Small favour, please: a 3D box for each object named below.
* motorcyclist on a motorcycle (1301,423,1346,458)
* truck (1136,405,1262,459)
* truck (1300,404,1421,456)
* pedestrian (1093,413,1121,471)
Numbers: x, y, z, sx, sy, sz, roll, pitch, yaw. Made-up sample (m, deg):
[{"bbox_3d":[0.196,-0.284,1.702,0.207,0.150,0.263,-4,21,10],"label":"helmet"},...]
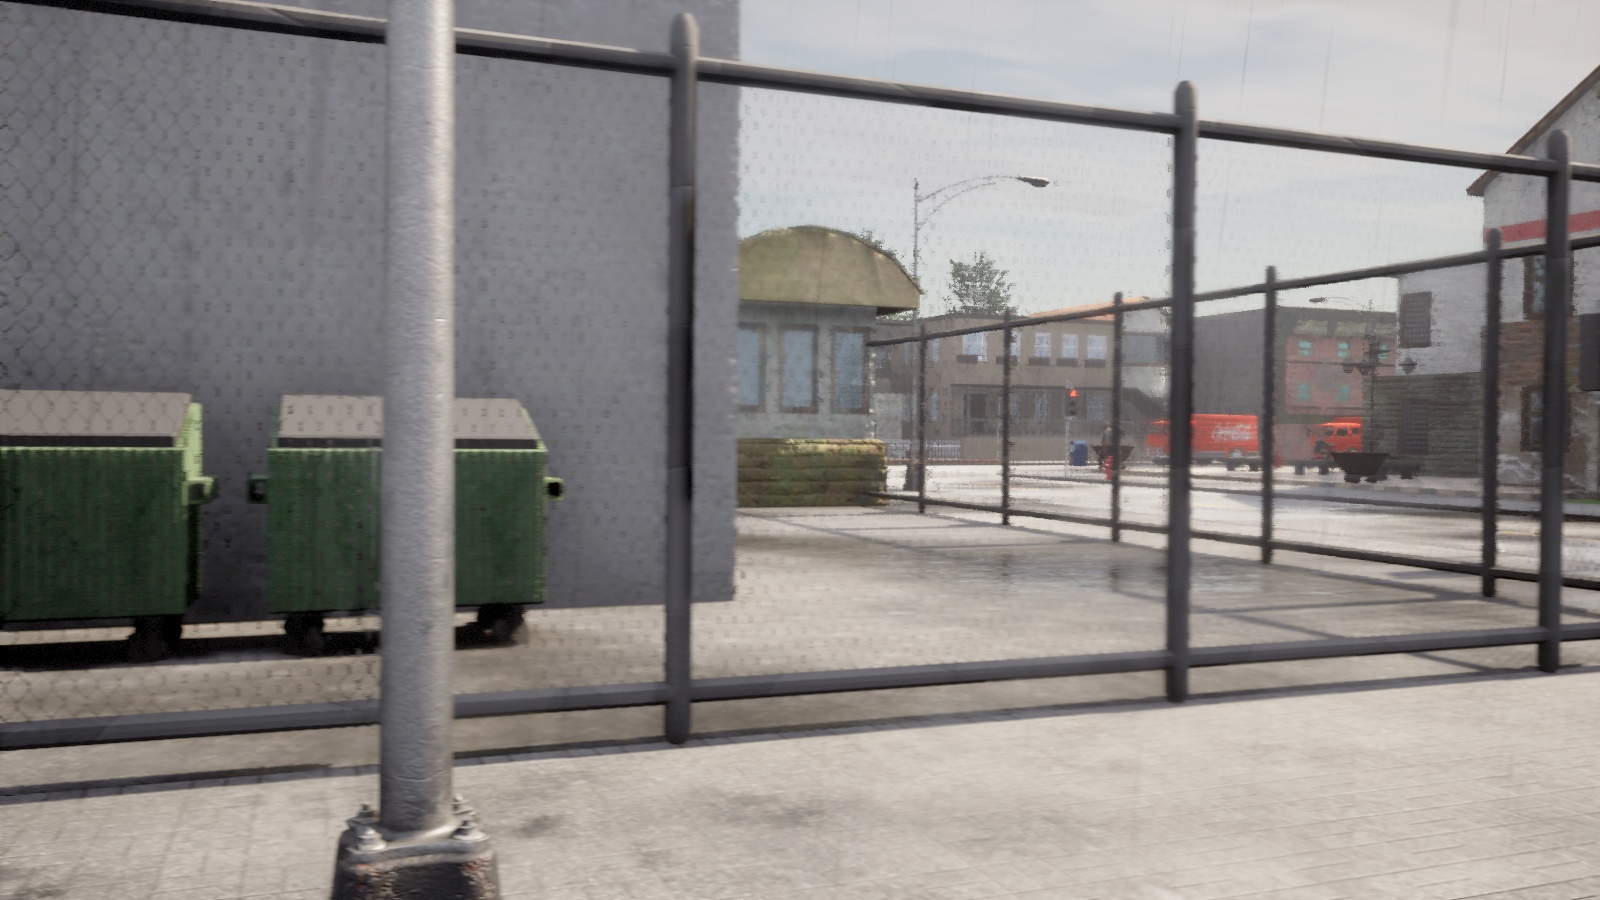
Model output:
[{"bbox_3d":[23.774,-0.434,57.043,1.817,1.590,0.866,-1,1,-21],"label":"motorcyclist on a motorcycle"},{"bbox_3d":[18.878,-0.861,59.464,5.204,2.467,2.627,-1,1,-21],"label":"truck"},{"bbox_3d":[28.087,-1.017,62.956,5.204,2.467,2.627,-1,1,-21],"label":"truck"},{"bbox_3d":[9.972,-0.269,40.822,0.694,1.848,0.540,0,1,41],"label":"pedestrian"}]
